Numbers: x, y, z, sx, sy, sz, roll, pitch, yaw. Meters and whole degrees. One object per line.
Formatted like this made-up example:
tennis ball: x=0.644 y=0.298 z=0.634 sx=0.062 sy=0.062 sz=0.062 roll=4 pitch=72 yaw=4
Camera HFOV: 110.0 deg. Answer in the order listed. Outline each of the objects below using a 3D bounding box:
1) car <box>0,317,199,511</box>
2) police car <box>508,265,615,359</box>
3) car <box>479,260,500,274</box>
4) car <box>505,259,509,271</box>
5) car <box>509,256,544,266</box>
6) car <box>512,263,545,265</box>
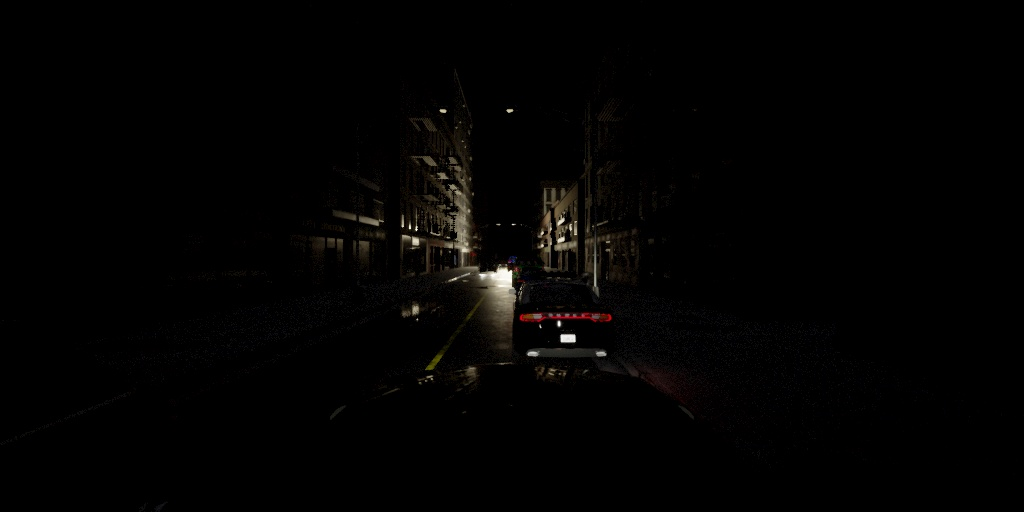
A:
car: x=-3.103 y=1.102 z=0.368 sx=2.097 sy=1.767 sz=4.553 roll=0 pitch=0 yaw=0
police car: x=0.957 y=1.176 z=8.584 sx=1.930 sy=1.638 sz=5.238 roll=0 pitch=0 yaw=0
car: x=-2.797 y=1.384 z=42.880 sx=1.994 sy=1.385 sz=4.181 roll=0 pitch=0 yaw=0
car: x=0.360 y=1.437 z=47.071 sx=1.895 sy=1.301 sz=4.718 roll=0 pitch=0 yaw=1
car: x=1.072 y=0.994 z=24.506 sx=2.150 sy=2.045 sz=5.566 roll=0 pitch=0 yaw=0
car: x=1.028 y=1.285 z=18.475 sx=1.812 sy=1.442 sz=4.674 roll=0 pitch=0 yaw=0
